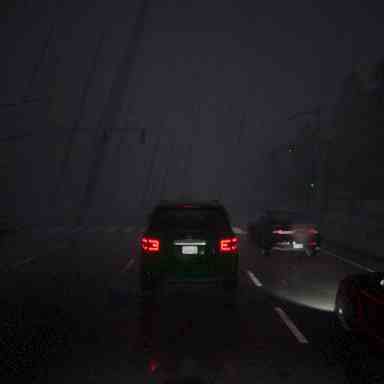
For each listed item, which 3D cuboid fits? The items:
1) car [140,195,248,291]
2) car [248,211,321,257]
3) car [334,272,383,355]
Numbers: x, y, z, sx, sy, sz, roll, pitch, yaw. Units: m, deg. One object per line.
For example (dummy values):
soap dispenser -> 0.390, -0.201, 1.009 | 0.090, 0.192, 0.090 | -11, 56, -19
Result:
car -> -0.093, 1.221, 9.156 | 2.150, 2.045, 5.566 | 0, 0, -1
car -> 3.342, 1.492, 12.911 | 2.128, 1.511, 4.902 | 0, 0, 0
car -> 3.428, 1.564, 4.003 | 1.994, 1.385, 4.181 | 0, 0, -1
